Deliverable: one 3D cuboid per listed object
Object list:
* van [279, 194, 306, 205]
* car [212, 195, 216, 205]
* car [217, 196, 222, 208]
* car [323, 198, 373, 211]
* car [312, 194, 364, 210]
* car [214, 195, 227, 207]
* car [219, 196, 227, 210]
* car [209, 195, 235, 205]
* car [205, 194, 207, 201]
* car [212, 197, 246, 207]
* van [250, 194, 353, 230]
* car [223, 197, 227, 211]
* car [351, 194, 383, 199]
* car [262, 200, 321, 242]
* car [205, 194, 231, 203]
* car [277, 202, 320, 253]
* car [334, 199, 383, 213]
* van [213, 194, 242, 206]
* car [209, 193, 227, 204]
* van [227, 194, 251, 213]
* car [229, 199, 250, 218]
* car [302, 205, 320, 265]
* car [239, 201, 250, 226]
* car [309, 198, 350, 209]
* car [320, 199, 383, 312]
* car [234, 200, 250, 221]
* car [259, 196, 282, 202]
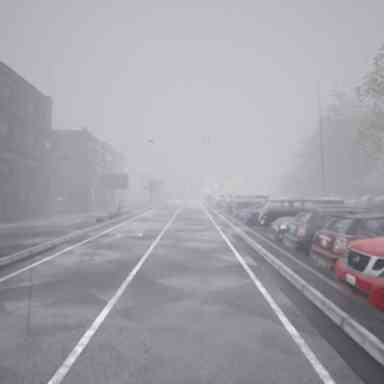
[{"bbox_3d":[18.776,1.327,62.166,4.442,1.987,1.878,0,0,0],"label":"van"},{"bbox_3d":[5.598,1.499,45.274,4.892,1.521,2.231,0,0,0],"label":"car"},{"bbox_3d":[5.611,1.481,36.868,5.008,1.535,2.097,0,0,0],"label":"car"},{"bbox_3d":[18.686,1.488,39.881,5.008,1.535,2.097,0,0,0],"label":"car"},{"bbox_3d":[18.658,1.241,42.669,5.566,2.045,2.435,0,0,0],"label":"car"},{"bbox_3d":[5.578,1.520,42.476,4.792,1.488,2.163,0,0,0],"label":"car"},{"bbox_3d":[5.806,1.477,34.069,5.366,1.575,1.946,0,0,0],"label":"car"},{"bbox_3d":[5.549,1.426,62.100,4.553,1.767,2.185,0,0,0],"label":"car"},{"bbox_3d":[5.607,1.313,64.901,5.566,2.045,2.435,0,0,0],"label":"car"},{"bbox_3d":[5.588,1.515,50.885,5.008,1.535,2.097,0,0,0],"label":"car"},{"bbox_3d":[5.531,1.254,17.248,4.442,1.987,1.878,0,0,0],"label":"van"},{"bbox_3d":[5.654,1.510,31.265,4.792,1.488,2.163,0,0,0],"label":"car"},{"bbox_3d":[18.676,1.231,31.651,5.566,2.045,2.435,0,0,0],"label":"car"},{"bbox_3d":[5.683,1.354,14.445,4.553,1.767,2.185,0,0,0],"label":"car"},{"bbox_3d":[5.607,1.364,73.311,5.566,2.045,2.435,0,0,0],"label":"car"},{"bbox_3d":[5.625,1.354,11.642,4.553,1.767,2.185,0,0,0],"label":"car"},{"bbox_3d":[18.693,1.524,37.221,4.674,1.452,2.002,0,0,0],"label":"car"},{"bbox_3d":[5.706,1.299,53.689,4.442,1.987,1.878,0,0,0],"label":"van"},{"bbox_3d":[5.627,1.255,48.082,5.566,2.045,2.435,0,0,0],"label":"car"},{"bbox_3d":[5.513,1.254,28.461,4.442,1.987,1.878,0,0,0],"label":"van"},{"bbox_3d":[5.605,1.510,25.658,4.792,1.488,2.163,0,0,0],"label":"car"},{"bbox_3d":[5.630,1.354,8.839,4.553,1.767,2.185,0,0,0],"label":"car"},{"bbox_3d":[5.638,1.480,20.052,5.008,1.535,2.097,0,0,0],"label":"car"},{"bbox_3d":[18.711,1.529,45.451,4.792,1.488,2.163,0,0,0],"label":"car"},{"bbox_3d":[5.637,1.229,6.036,5.566,2.045,2.435,0,0,0],"label":"car"},{"bbox_3d":[5.609,1.510,22.855,4.792,1.488,2.163,0,0,0],"label":"car"},{"bbox_3d":[18.655,1.667,78.868,5.008,1.535,2.097,0,-1,0],"label":"car"}]
